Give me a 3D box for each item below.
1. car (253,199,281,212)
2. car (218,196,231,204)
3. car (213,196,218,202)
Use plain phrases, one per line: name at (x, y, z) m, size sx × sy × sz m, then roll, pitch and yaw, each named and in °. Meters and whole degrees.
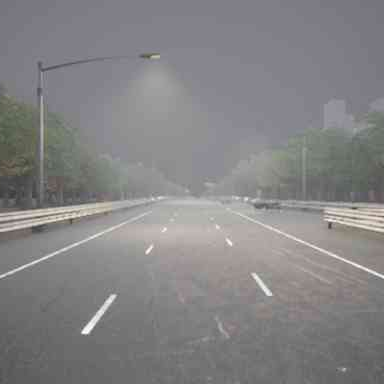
car at (9.365, 1.639, 42.178) m, size 1.882 × 1.535 × 5.008 m, roll 0°, pitch 0°, yaw -14°
car at (7.031, 1.922, 69.721) m, size 1.895 × 1.301 × 4.718 m, roll 0°, pitch 0°, yaw 0°
car at (7.085, 1.965, 94.599) m, size 1.812 × 1.442 × 4.674 m, roll 0°, pitch 0°, yaw 0°
